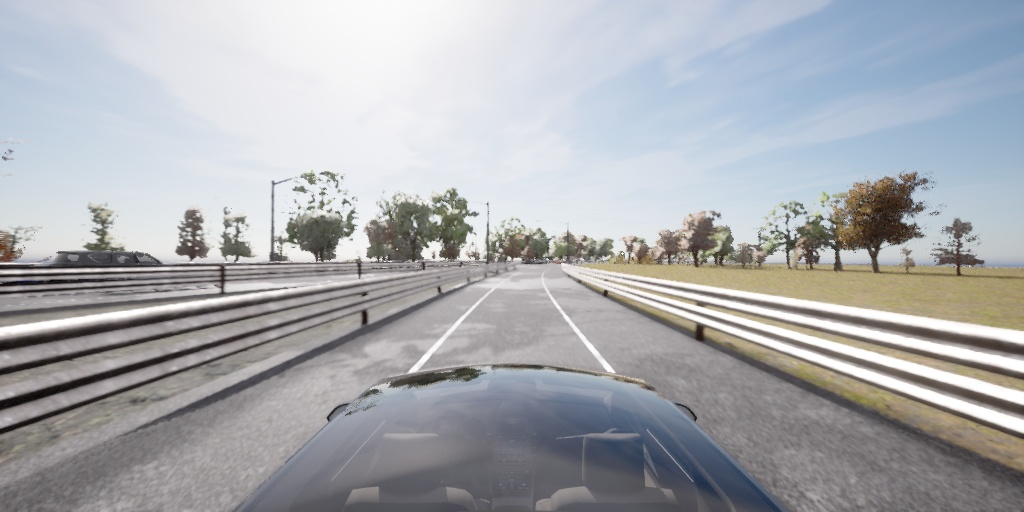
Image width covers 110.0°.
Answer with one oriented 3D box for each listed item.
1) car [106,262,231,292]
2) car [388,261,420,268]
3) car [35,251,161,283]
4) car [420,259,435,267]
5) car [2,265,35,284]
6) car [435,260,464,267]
[{"bbox_3d":[-18.004,1.158,19.371,1.895,1.301,4.718,0,-1,13],"label":"car"},{"bbox_3d":[-14.678,1.379,48.074,1.837,1.490,4.892,0,-1,15],"label":"car"},{"bbox_3d":[-21.451,0.773,19.950,2.150,2.045,5.566,0,-1,12],"label":"car"},{"bbox_3d":[-14.506,1.388,62.231,2.097,1.767,4.553,0,-1,16],"label":"car"},{"bbox_3d":[-24.902,1.034,20.506,1.882,1.535,5.008,0,-1,12],"label":"car"},{"bbox_3d":[-9.201,1.513,55.006,2.033,1.411,5.357,0,-1,15],"label":"car"}]
